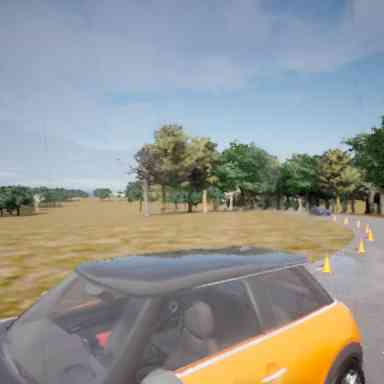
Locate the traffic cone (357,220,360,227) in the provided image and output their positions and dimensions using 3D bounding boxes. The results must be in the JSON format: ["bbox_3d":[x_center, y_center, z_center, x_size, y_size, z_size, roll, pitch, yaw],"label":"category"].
[{"bbox_3d":[13.199,2.484,26.358,0.340,0.580,0.340,0,-2,17],"label":"traffic cone"}]

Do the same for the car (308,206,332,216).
[{"bbox_3d":[18.952,2.852,49.547,2.033,1.411,5.357,0,-2,1],"label":"car"}]

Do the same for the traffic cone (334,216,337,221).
[{"bbox_3d":[15.391,2.770,35.814,0.340,0.580,0.340,0,-2,11],"label":"traffic cone"}]

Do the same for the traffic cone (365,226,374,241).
[{"bbox_3d":[9.484,2.265,17.699,0.340,0.580,0.340,0,-1,29],"label":"traffic cone"}]

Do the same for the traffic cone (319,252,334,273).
[{"bbox_3d":[4.056,2.106,9.999,0.340,0.580,0.340,0,-1,41],"label":"traffic cone"}]

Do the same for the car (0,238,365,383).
[{"bbox_3d":[-0.453,1.375,2.808,4.553,1.767,2.097,1,-1,-40],"label":"car"}]

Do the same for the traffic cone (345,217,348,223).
[{"bbox_3d":[14.385,2.619,30.983,0.340,0.580,0.340,0,-2,13],"label":"traffic cone"}]

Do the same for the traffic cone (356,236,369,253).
[{"bbox_3d":[6.971,2.180,13.707,0.340,0.580,0.340,0,-1,35],"label":"traffic cone"}]
